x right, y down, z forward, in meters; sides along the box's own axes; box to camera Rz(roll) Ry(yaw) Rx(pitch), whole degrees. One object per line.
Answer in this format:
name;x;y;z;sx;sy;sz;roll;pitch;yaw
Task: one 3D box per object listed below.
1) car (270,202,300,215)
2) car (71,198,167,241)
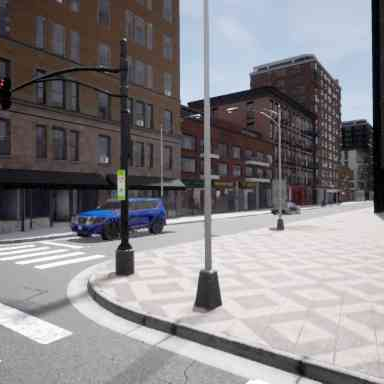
car;10.825;1.893;38.217;2.033;1.411;5.357;-1;-1;36
car;-3.708;1.361;18.048;2.150;2.045;5.566;-1;-1;36
